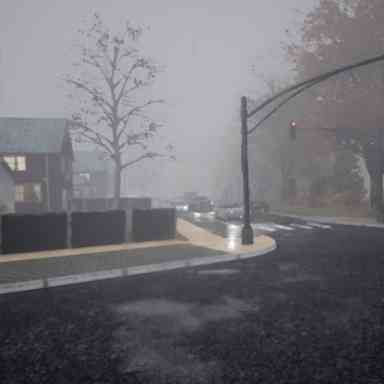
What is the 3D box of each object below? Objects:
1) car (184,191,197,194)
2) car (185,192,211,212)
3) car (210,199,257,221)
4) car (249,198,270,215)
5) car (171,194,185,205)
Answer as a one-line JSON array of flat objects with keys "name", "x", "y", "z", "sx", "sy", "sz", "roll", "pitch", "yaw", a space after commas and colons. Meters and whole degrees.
[{"name": "car", "x": -0.323, "y": 0.869, "z": 57.588, "sx": 2.150, "sy": 2.045, "sz": 5.566, "roll": -2, "pitch": 1, "yaw": -12}, {"name": "car", "x": 0.978, "y": 1.194, "z": 37.213, "sx": 2.097, "sy": 1.767, "sz": 4.553, "roll": -2, "pitch": 1, "yaw": -12}, {"name": "car", "x": 3.186, "y": 1.499, "z": 26.511, "sx": 1.895, "sy": 1.301, "sz": 4.718, "roll": -2, "pitch": 1, "yaw": -11}, {"name": "car", "x": 5.414, "y": 1.276, "z": 30.273, "sx": 2.128, "sy": 1.511, "sz": 4.902, "roll": -2, "pitch": 1, "yaw": -12}, {"name": "car", "x": -2.118, "y": 1.363, "z": 52.379, "sx": 1.895, "sy": 1.301, "sz": 4.718, "roll": -2, "pitch": 1, "yaw": -11}]
